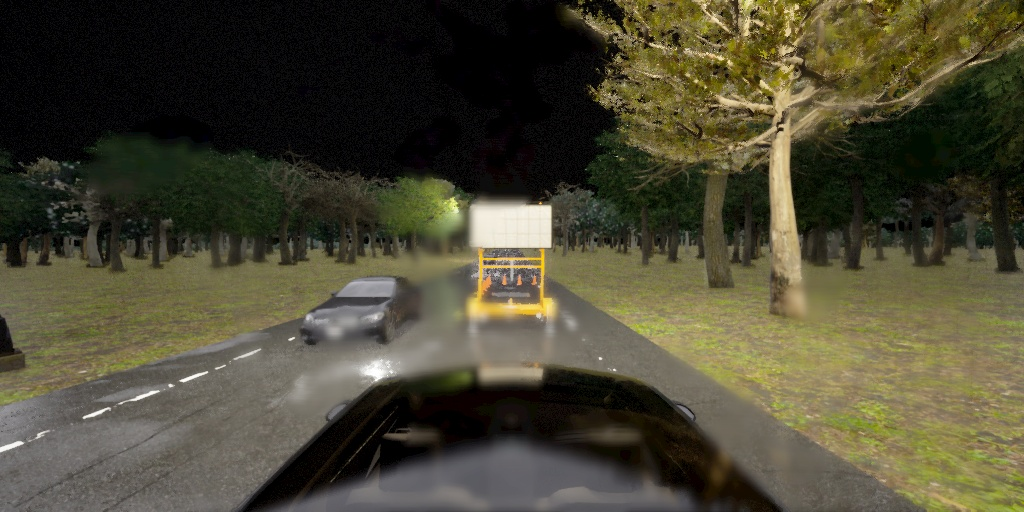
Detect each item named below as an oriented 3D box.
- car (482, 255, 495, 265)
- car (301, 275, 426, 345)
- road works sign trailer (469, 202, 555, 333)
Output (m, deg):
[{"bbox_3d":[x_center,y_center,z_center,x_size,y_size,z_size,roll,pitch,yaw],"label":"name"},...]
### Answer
[{"bbox_3d":[-3.521,0.557,54.137,2.128,1.511,4.902,0,2,0],"label":"car"},{"bbox_3d":[-3.603,1.260,9.606,1.812,1.442,4.674,0,0,0],"label":"car"},{"bbox_3d":[-0.004,0.194,10.718,2.380,3.560,2.880,0,0,0],"label":"road works sign trailer"}]
